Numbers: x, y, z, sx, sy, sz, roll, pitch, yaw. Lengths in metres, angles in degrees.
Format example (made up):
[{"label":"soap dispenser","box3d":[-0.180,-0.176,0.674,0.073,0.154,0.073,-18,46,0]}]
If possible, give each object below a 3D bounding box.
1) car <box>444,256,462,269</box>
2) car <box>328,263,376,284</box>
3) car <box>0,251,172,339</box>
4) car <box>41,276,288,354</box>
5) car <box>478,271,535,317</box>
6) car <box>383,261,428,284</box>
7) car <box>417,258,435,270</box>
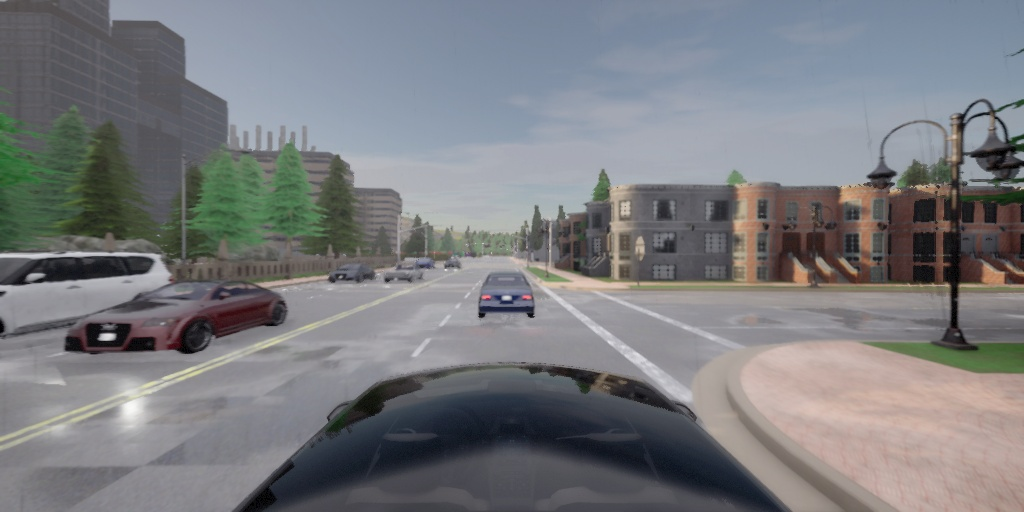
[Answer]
[{"label":"car","box3d":[-8.216,1.089,50.105,1.994,1.385,4.181,0,0,-1]},{"label":"car","box3d":[-11.216,1.172,25.390,1.994,1.385,4.181,0,0,-1]},{"label":"car","box3d":[-10.802,0.899,8.083,2.150,2.045,5.566,0,0,-1]},{"label":"car","box3d":[-7.310,1.256,8.431,1.994,1.385,4.181,0,0,-1]},{"label":"car","box3d":[-0.216,1.252,12.895,2.033,1.411,5.357,0,0,-1]},{"label":"car","box3d":[-7.729,1.222,25.933,1.895,1.301,4.718,0,0,-1]},{"label":"car","box3d":[-11.694,0.992,48.553,1.882,1.535,5.008,0,0,-1]}]
